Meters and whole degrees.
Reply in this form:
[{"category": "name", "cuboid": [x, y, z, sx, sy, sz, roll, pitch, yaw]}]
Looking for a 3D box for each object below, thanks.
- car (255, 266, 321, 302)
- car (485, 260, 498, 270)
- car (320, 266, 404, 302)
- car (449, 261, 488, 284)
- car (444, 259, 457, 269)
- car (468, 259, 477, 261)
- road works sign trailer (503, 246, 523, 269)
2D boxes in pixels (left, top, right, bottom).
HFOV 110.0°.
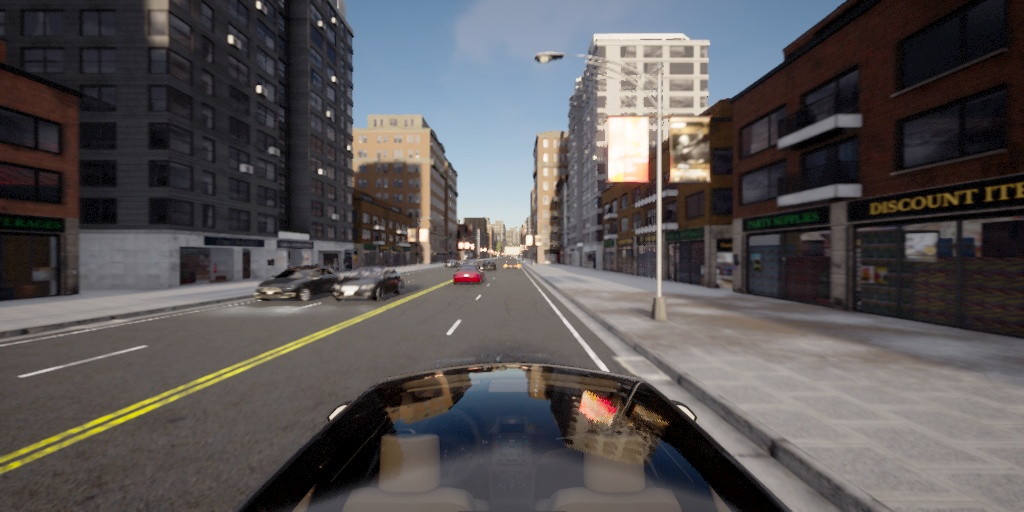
[{"category": "car", "cuboid": [-9.842, 1.255, 17.008, 1.837, 1.490, 4.892, 0, 0, 0]}, {"category": "car", "cuboid": [-3.133, 1.256, 51.022, 1.837, 1.490, 4.892, 0, 0, 0]}, {"category": "car", "cuboid": [-6.593, 1.242, 16.975, 2.128, 1.511, 4.902, 0, 0, 0]}, {"category": "car", "cuboid": [-3.139, 1.314, 26.766, 1.994, 1.385, 4.181, 0, 0, 0]}, {"category": "car", "cuboid": [-9.781, 1.245, 58.317, 2.128, 1.511, 4.902, 0, 0, 1]}, {"category": "car", "cuboid": [-6.534, 1.244, 58.329, 2.128, 1.511, 4.902, 0, 0, 1]}, {"category": "road works sign trailer", "cuboid": [0.017, 0.216, 55.106, 2.380, 3.560, 2.880, 0, 0, 0]}]
